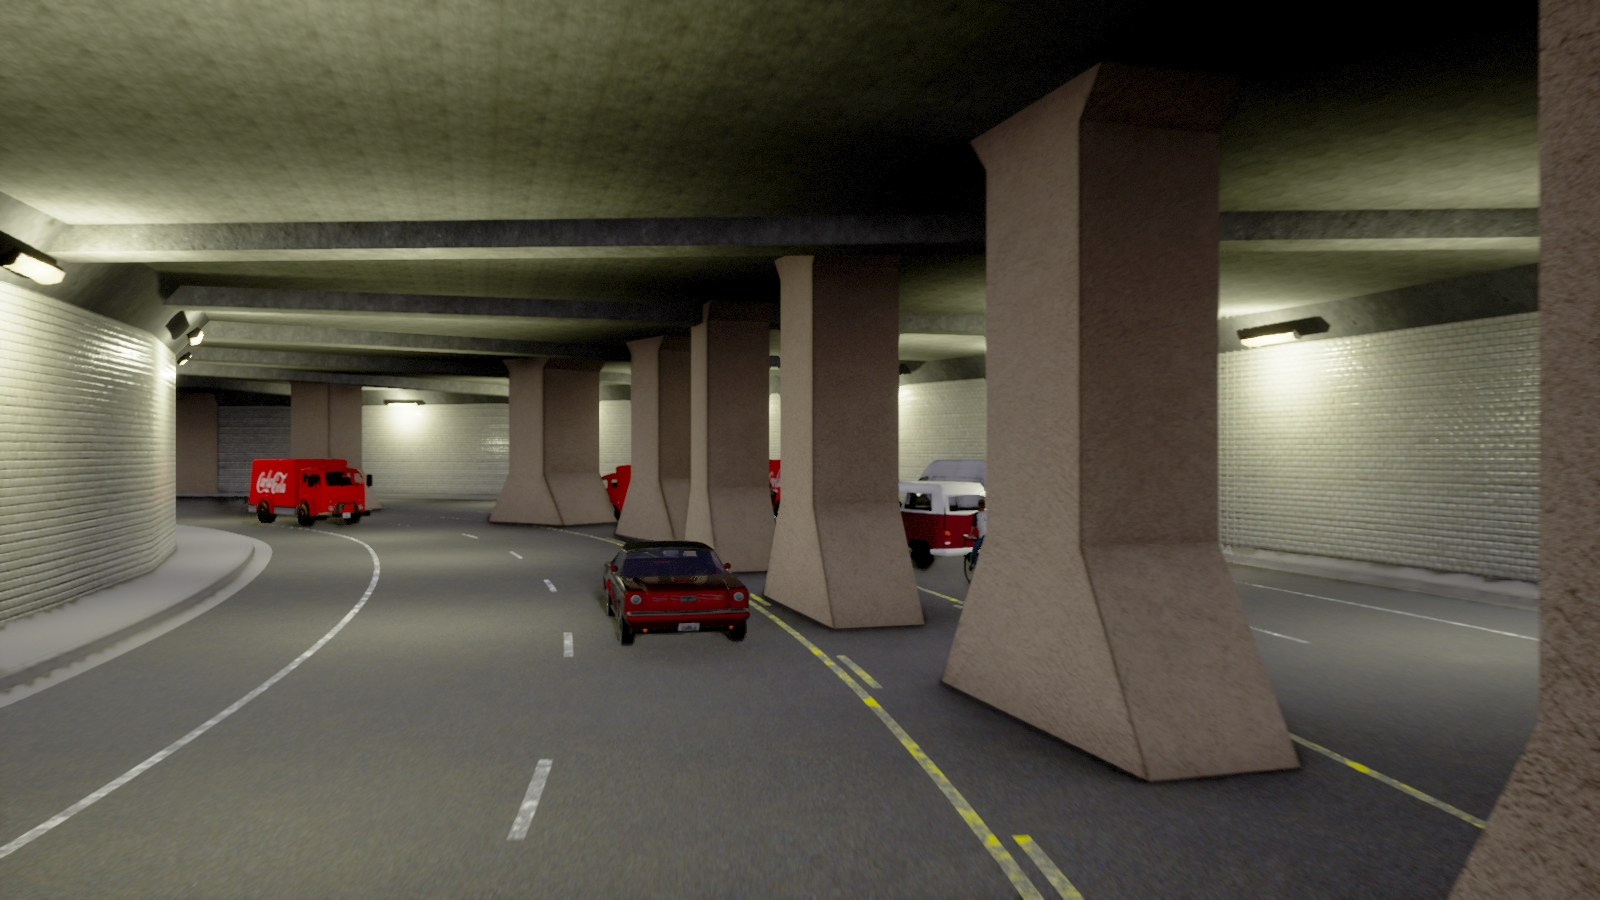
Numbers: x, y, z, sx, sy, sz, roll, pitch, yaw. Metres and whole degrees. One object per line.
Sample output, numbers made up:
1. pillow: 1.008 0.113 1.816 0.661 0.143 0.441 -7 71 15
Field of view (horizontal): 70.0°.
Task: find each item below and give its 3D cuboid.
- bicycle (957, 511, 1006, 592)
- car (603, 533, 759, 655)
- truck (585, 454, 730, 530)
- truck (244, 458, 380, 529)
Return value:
1. bicycle: 3.700 2.043 23.406 0.373 1.521 1.643 0 0 -14
2. car: -2.031 2.155 18.114 1.895 1.301 4.718 0 0 -13
3. truck: -5.656 1.669 44.952 5.204 2.467 2.627 -5 3 42
4. truck: -18.593 1.570 43.425 5.204 2.467 2.627 0 0 39
